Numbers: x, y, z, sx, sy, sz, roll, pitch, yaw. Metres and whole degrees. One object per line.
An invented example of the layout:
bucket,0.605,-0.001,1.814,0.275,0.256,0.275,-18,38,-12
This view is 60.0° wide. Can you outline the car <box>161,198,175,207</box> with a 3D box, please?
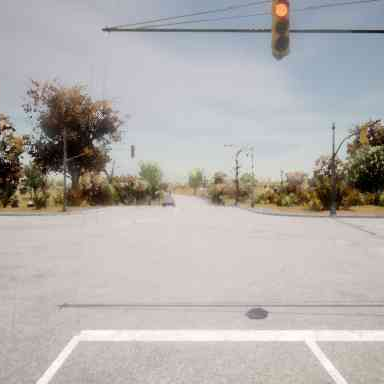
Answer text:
car,-3.499,1.597,50.192,2.033,1.411,5.357,0,-2,0
